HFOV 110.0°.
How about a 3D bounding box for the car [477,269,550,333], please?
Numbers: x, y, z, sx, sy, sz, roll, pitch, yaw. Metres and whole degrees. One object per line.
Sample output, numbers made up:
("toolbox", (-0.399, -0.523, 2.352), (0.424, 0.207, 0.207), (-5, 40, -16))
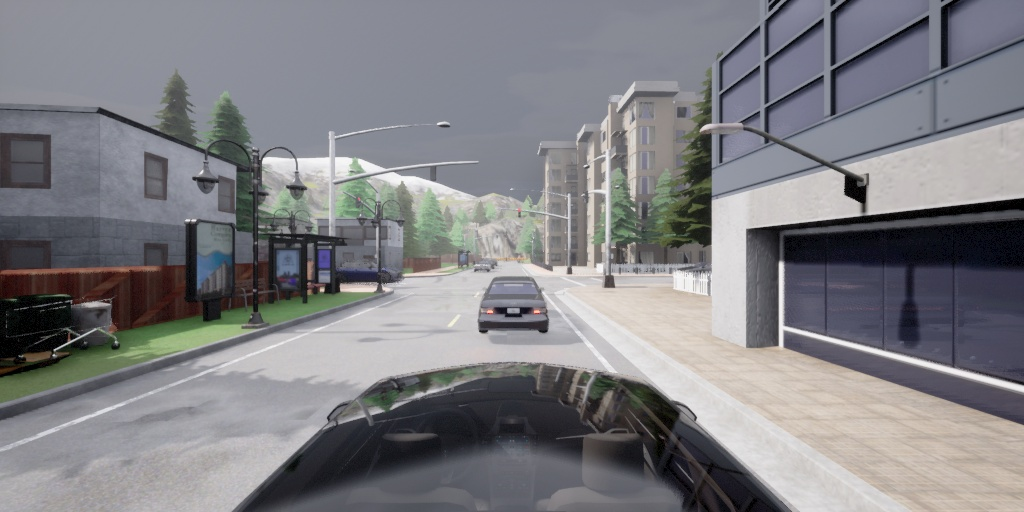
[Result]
("car", (0.041, 1.297, 10.701), (2.033, 1.411, 5.357), (0, 0, 0))

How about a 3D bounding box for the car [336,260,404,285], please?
("car", (-10.036, 1.083, 25.225), (4.553, 1.767, 2.097), (0, 0, -1))

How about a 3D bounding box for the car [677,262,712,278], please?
("car", (16.601, 1.257, 30.700), (4.902, 1.511, 2.128), (0, 0, -2))

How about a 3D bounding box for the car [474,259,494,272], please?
("car", (-3.731, 1.351, 45.410), (1.895, 1.301, 4.718), (0, 0, 0))

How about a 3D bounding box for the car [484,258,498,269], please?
("car", (-3.753, 1.102, 55.264), (2.097, 1.767, 4.553), (0, 0, 0))
